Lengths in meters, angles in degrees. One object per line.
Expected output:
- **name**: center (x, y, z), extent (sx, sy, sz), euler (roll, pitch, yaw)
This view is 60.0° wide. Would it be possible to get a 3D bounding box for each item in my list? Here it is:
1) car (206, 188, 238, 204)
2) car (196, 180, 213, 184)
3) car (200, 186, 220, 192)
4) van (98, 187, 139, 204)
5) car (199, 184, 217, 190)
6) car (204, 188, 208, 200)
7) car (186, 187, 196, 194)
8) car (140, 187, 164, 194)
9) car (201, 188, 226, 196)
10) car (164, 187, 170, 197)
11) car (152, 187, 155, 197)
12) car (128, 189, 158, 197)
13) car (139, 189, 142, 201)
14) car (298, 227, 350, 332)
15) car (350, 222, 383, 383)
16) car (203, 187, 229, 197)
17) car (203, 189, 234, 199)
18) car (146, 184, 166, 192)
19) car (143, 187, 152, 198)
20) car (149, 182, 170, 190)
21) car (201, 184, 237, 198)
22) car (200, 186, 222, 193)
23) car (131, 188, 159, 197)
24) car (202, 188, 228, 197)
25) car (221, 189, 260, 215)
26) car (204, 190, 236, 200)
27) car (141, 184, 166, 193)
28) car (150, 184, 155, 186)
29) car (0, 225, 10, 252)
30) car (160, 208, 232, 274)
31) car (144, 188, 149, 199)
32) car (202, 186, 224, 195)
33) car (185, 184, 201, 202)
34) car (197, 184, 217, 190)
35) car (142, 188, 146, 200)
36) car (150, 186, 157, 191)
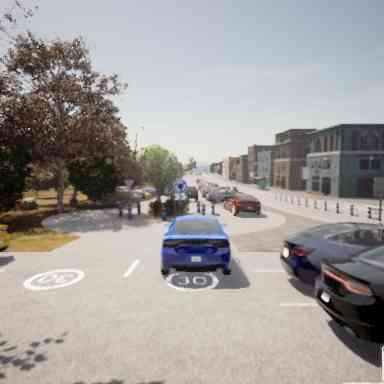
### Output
- **car**: center (4.302, 0.616, 37.730), extent (4.792, 1.488, 2.163), euler (0, 1, 0)
- **car**: center (4.282, -1.423, 87.837), extent (5.566, 2.045, 2.435), euler (0, 3, 0)
- **car**: center (4.336, -0.813, 82.295), extent (4.792, 1.488, 2.163), euler (0, 3, 0)
- **van**: center (-8.680, 0.363, 37.655), extent (4.442, 1.987, 1.878), euler (1, 1, 0)
- **car**: center (4.318, -1.339, 90.630), extent (5.008, 1.535, 2.097), euler (0, 3, 0)
- **car**: center (4.246, 0.587, 40.514), extent (4.792, 1.488, 2.163), euler (0, 1, 0)
- **car**: center (-0.239, -0.406, 75.215), extent (2.033, 1.411, 5.357), euler (0, 3, 0)
- **car**: center (-8.785, -0.396, 73.779), extent (5.008, 1.535, 2.097), euler (0, 3, 0)
- **car**: center (4.265, -0.010, 65.592), extent (4.792, 1.488, 2.163), euler (0, 2, 0)
- **car**: center (-3.789, 0.210, 60.545), extent (2.033, 1.411, 5.357), euler (0, 2, 1)
- **car**: center (-8.982, 0.389, 51.614), extent (5.366, 1.575, 1.946), euler (0, 1, 0)
- **car**: center (-8.785, 0.166, 59.848), extent (5.008, 1.535, 2.097), euler (0, 2, 0)
- **car**: center (-8.808, 0.599, 40.331), extent (4.674, 1.452, 2.002), euler (0, 1, 0)
- **car**: center (4.534, 1.465, 5.147), extent (5.008, 1.535, 2.097), euler (0, 0, 0)
- **car**: center (4.511, 1.222, 2.371), extent (5.566, 2.045, 2.435), euler (0, 0, 0)
- **car**: center (4.321, 0.035, 60.015), extent (4.553, 1.767, 2.185), euler (0, 2, 0)
- **car**: center (4.315, 0.356, 54.440), extent (4.792, 1.488, 2.163), euler (0, 2, 0)
- **car**: center (-8.805, -0.960, 82.131), extent (4.553, 1.767, 2.185), euler (0, 3, 0)
- **car**: center (-8.984, 0.444, 48.819), extent (5.366, 1.575, 1.946), euler (0, 1, 0)
- **car**: center (-8.739, -1.589, 90.587), extent (5.566, 2.045, 2.435), euler (0, 3, 0)
- **car**: center (4.253, 0.195, 48.868), extent (5.566, 2.045, 2.435), euler (0, 1, 0)
- **car**: center (4.308, -0.542, 76.724), extent (5.008, 1.535, 2.097), euler (0, 3, 0)
- **car**: center (-8.782, 0.067, 62.764), extent (4.892, 1.521, 2.231), euler (0, 2, 0)
- **car**: center (4.321, 0.094, 62.807), extent (4.792, 1.488, 2.163), euler (0, 2, 0)
- **car**: center (3.837, 0.860, 25.870), extent (1.882, 1.535, 5.008), euler (1, 2, -5)
- **car**: center (4.290, 0.393, 51.661), extent (4.892, 1.521, 2.231), euler (0, 1, 0)
- **car**: center (-8.806, -0.785, 76.552), extent (5.566, 2.045, 2.435), euler (0, 3, 0)
- **car**: center (-8.597, -0.269, 70.992), extent (5.366, 1.575, 1.946), euler (0, 3, 0)
- **car**: center (-8.536, 1.449, 10.570), extent (5.008, 1.535, 2.097), euler (0, 0, 0)
- **car**: center (0.107, 1.447, 10.499), extent (1.882, 1.535, 5.008), euler (0, 0, 0)
- **car**: center (-8.829, 0.522, 46.027), extent (4.792, 1.488, 2.163), euler (0, 1, 0)
- **car**: center (4.265, -0.277, 68.371), extent (4.553, 1.767, 2.185), euler (0, 3, 0)
- **car**: center (-0.226, 0.239, 45.705), extent (2.150, 2.045, 5.566), euler (0, 1, 1)
- **car**: center (4.129, -1.509, 93.408), extent (5.366, 1.575, 1.946), euler (0, 3, 0)
- **car**: center (-8.805, 0.570, 43.116), extent (4.674, 1.452, 2.002), euler (0, 1, 0)
- **car**: center (-8.787, 0.252, 57.059), extent (5.008, 1.535, 2.097), euler (0, 2, 0)
